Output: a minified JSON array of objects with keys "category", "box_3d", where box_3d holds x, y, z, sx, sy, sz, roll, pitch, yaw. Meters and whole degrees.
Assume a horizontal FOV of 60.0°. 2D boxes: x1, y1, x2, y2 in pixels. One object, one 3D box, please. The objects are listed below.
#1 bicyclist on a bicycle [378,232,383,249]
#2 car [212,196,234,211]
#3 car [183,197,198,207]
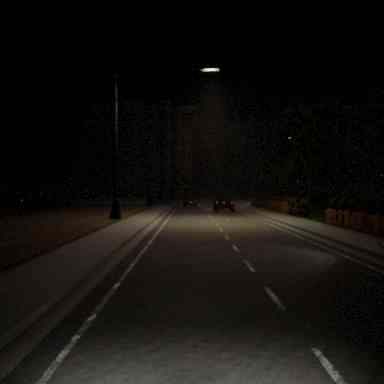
[{"category":"bicyclist on a bicycle","box_3d":[7.323,1.235,11.635,1.656,1.620,0.582,0,0,0]},{"category":"car","box_3d":[3.397,1.180,37.103,2.097,1.767,4.553,0,0,0]},{"category":"car","box_3d":[-0.246,1.358,47.510,1.994,1.385,4.181,0,0,-2]}]
